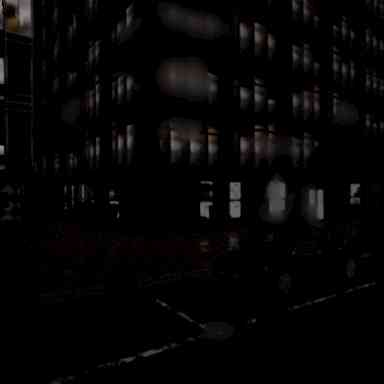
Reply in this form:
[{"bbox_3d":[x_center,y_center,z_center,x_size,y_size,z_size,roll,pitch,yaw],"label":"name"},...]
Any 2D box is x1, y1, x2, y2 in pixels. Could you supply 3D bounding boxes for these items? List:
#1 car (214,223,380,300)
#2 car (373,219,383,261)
[{"bbox_3d":[2.533,1.581,8.361,4.403,1.369,2.008,0,-1,-35],"label":"car"},{"bbox_3d":[7.166,1.618,11.653,4.313,1.339,1.947,0,-1,-35],"label":"car"}]
